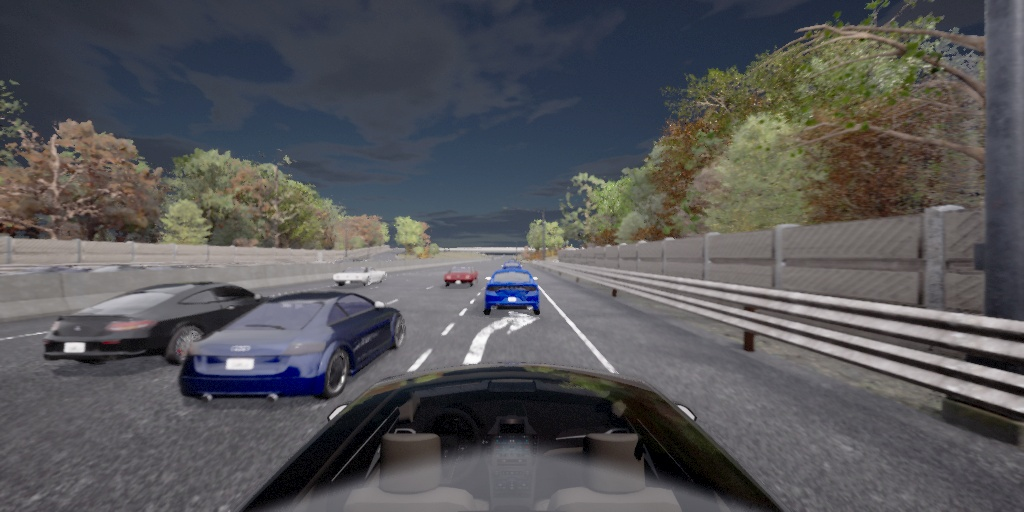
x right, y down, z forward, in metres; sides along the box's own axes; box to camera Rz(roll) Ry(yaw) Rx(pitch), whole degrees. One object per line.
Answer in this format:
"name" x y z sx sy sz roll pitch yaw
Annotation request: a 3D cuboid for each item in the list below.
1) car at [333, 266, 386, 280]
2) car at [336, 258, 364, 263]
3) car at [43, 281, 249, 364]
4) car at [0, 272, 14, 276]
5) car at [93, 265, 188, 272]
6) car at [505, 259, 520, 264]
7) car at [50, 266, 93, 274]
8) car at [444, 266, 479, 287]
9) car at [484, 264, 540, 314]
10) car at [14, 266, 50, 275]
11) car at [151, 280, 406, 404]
"car" -10.396 1.377 24.952 1.895 1.301 4.718 0 0 0
"car" -24.501 1.215 53.966 2.097 1.767 4.553 0 -1 0
"car" -6.899 1.281 7.960 1.812 1.442 4.674 0 0 0
"car" -31.584 1.340 24.374 1.994 1.385 4.181 0 0 0
"car" -21.093 1.319 21.714 2.033 1.411 5.357 0 0 0
"car" 0.005 1.273 34.059 1.882 1.535 5.008 0 0 0
"car" -24.589 1.298 22.223 1.812 1.442 4.674 0 0 0
"car" -3.396 1.377 24.938 1.895 1.301 4.718 0 0 0
"car" 0.001 1.239 13.920 1.882 1.535 5.008 0 0 0
"car" -28.090 1.375 23.358 1.895 1.301 4.718 0 0 0
"car" -3.397 1.318 6.485 1.994 1.385 4.181 0 0 0
